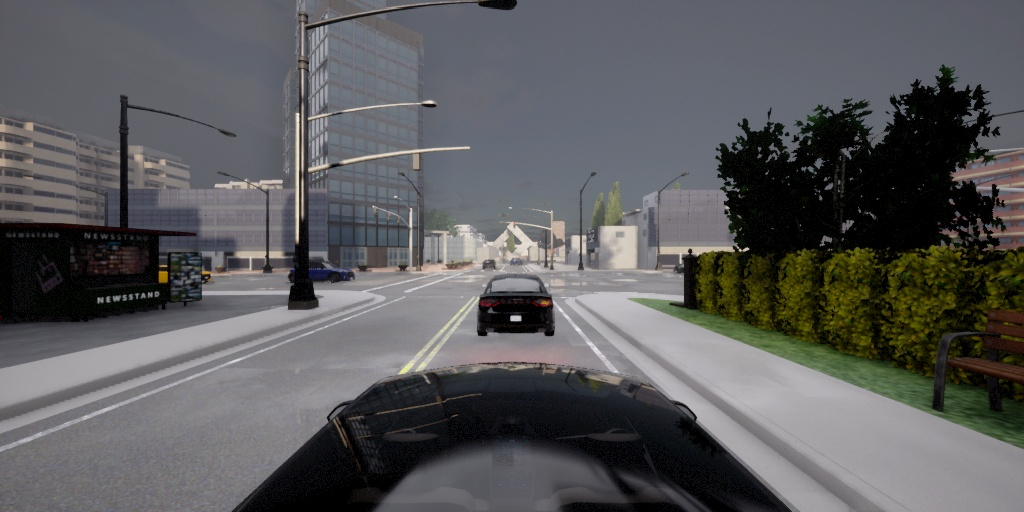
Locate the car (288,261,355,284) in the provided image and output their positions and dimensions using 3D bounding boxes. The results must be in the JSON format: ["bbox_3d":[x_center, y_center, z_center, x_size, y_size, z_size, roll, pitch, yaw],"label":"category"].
[{"bbox_3d":[-14.776,1.193,28.006,4.553,1.767,2.097,0,0,0],"label":"car"}]

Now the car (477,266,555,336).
[{"bbox_3d":[0.109,1.228,10.391,1.882,1.535,5.008,0,0,1],"label":"car"}]

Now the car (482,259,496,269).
[{"bbox_3d":[-3.380,1.227,54.173,1.882,1.535,5.008,0,0,0],"label":"car"}]

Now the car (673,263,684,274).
[{"bbox_3d":[19.988,1.057,38.837,4.553,1.767,2.097,0,0,0],"label":"car"}]

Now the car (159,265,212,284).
[{"bbox_3d":[-26.326,1.453,27.958,5.008,1.535,1.882,-1,0,0],"label":"car"}]

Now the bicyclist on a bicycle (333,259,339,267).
[{"bbox_3d":[-21.823,1.216,44.450,0.582,1.620,1.656,-1,0,0],"label":"bicyclist on a bicycle"}]
